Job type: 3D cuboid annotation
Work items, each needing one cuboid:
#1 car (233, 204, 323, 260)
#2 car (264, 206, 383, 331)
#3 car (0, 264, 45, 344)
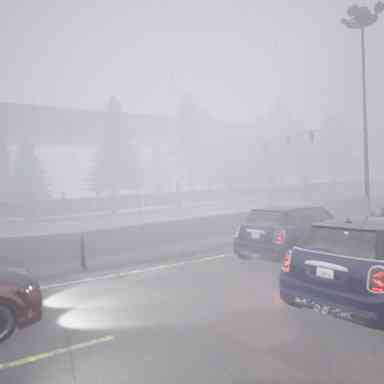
[{"bbox_3d":[3.507,1.170,10.634,4.553,1.767,2.097,-3,2,-36],"label":"car"},{"bbox_3d":[3.822,1.243,6.535,4.553,1.767,2.097,-2,1,-36],"label":"car"},{"bbox_3d":[-4.465,1.562,4.864,4.181,1.385,1.994,0,0,-35],"label":"car"}]
